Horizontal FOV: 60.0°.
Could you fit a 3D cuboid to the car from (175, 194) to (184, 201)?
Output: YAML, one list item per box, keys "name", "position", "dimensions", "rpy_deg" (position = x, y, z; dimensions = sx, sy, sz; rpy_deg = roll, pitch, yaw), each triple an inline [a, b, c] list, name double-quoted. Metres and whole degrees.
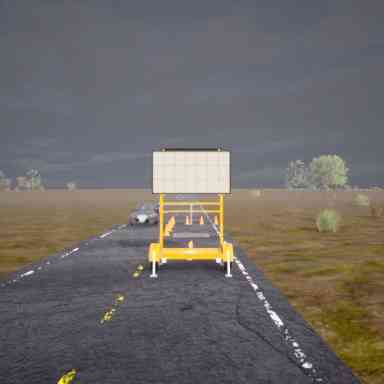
- name: "car"
  position: [-3.170, 1.352, 83.807]
  dimensions: [2.097, 1.767, 4.553]
  rpy_deg: [0, 0, 0]

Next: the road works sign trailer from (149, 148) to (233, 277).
- name: "road works sign trailer"
  position: [-0.021, 0.464, 10.237]
  dimensions: [2.380, 3.560, 2.880]
  rpy_deg: [0, 0, 0]

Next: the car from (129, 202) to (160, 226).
- name: "car"
  position: [-3.146, 1.491, 23.372]
  dimensions: [2.128, 1.511, 4.902]
  rpy_deg: [0, 0, 0]
